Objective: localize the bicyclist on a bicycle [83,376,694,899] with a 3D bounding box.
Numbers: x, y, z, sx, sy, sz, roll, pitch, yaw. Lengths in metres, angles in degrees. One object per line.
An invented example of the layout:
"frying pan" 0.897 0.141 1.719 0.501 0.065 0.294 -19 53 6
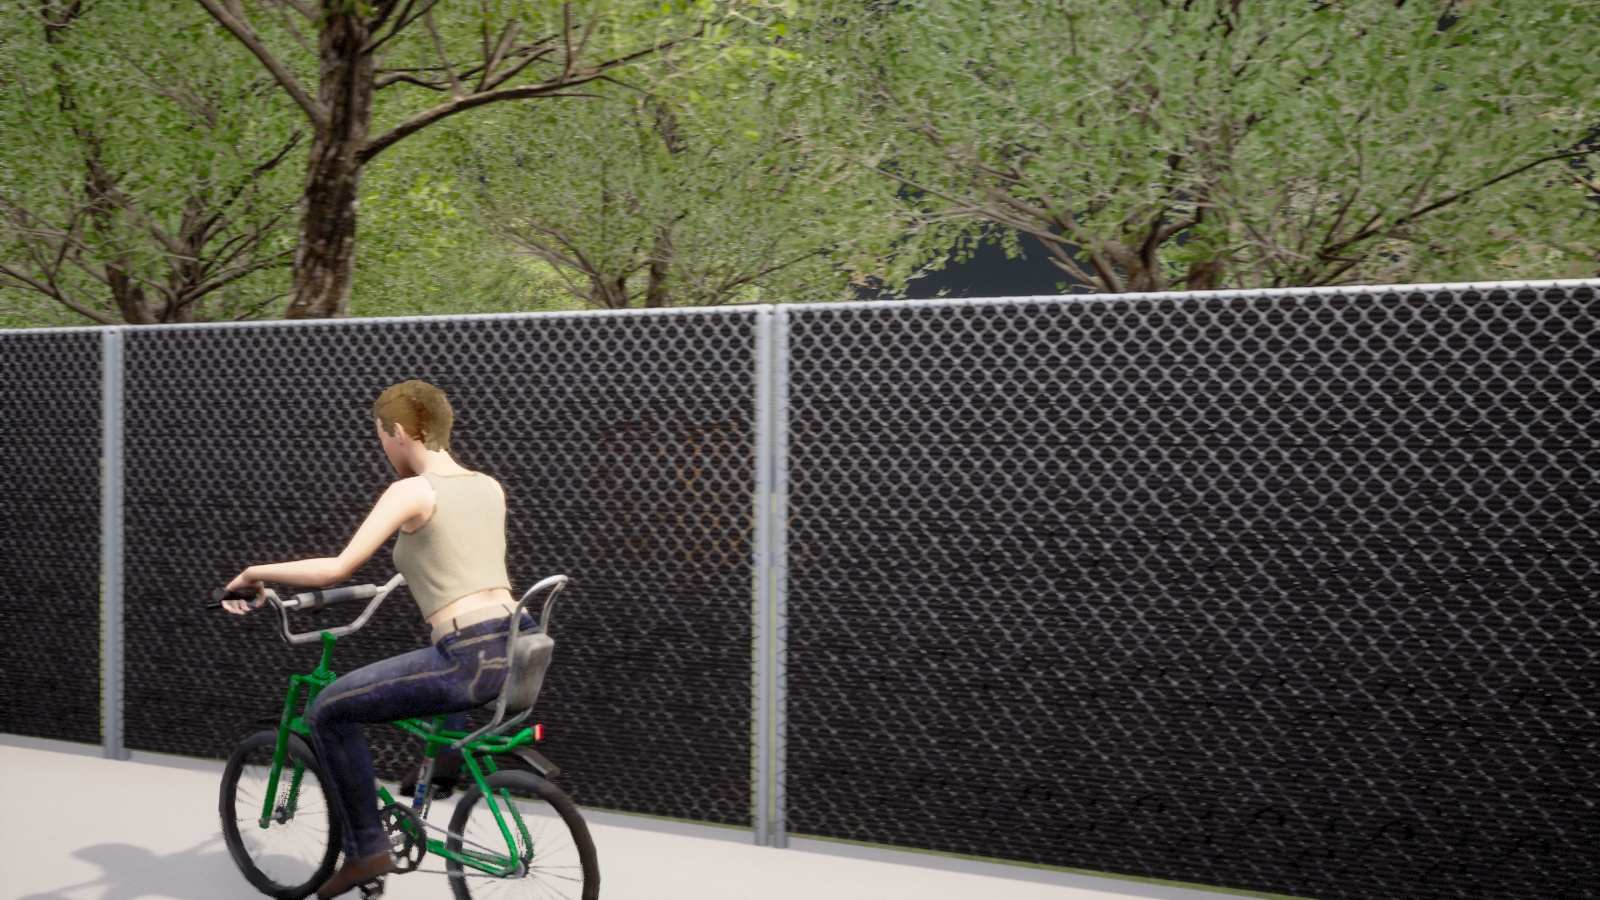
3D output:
"bicyclist on a bicycle" -1.194 0.626 3.678 1.509 1.612 0.866 0 1 28
